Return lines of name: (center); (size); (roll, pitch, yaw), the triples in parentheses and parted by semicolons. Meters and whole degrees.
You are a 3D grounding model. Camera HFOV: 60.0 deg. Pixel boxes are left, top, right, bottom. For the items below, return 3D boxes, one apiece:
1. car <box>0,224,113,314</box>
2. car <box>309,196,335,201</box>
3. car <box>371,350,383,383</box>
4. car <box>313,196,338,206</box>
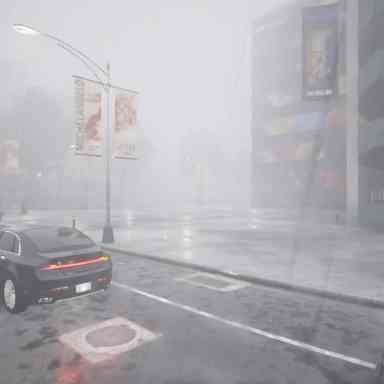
car: (-3.776, 1.505, 7.753); (4.892, 1.490, 1.837); (0, 0, 43)
car: (16.349, 1.320, 42.252); (2.002, 1.452, 4.674); (0, 0, 43)
car: (3.773, 1.547, 1.434); (5.357, 1.411, 2.033); (0, 0, 32)
car: (21.754, 1.413, 53.937); (2.161, 1.482, 4.786); (0, 0, 43)
